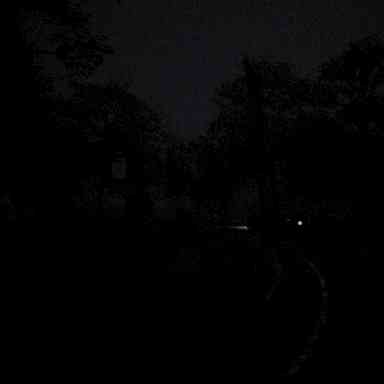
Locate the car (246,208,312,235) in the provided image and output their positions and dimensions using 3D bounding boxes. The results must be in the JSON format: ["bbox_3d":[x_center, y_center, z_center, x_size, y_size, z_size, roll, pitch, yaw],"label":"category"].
[{"bbox_3d":[4.886,1.598,19.224,1.994,1.385,4.181,0,0,-22],"label":"car"}]
